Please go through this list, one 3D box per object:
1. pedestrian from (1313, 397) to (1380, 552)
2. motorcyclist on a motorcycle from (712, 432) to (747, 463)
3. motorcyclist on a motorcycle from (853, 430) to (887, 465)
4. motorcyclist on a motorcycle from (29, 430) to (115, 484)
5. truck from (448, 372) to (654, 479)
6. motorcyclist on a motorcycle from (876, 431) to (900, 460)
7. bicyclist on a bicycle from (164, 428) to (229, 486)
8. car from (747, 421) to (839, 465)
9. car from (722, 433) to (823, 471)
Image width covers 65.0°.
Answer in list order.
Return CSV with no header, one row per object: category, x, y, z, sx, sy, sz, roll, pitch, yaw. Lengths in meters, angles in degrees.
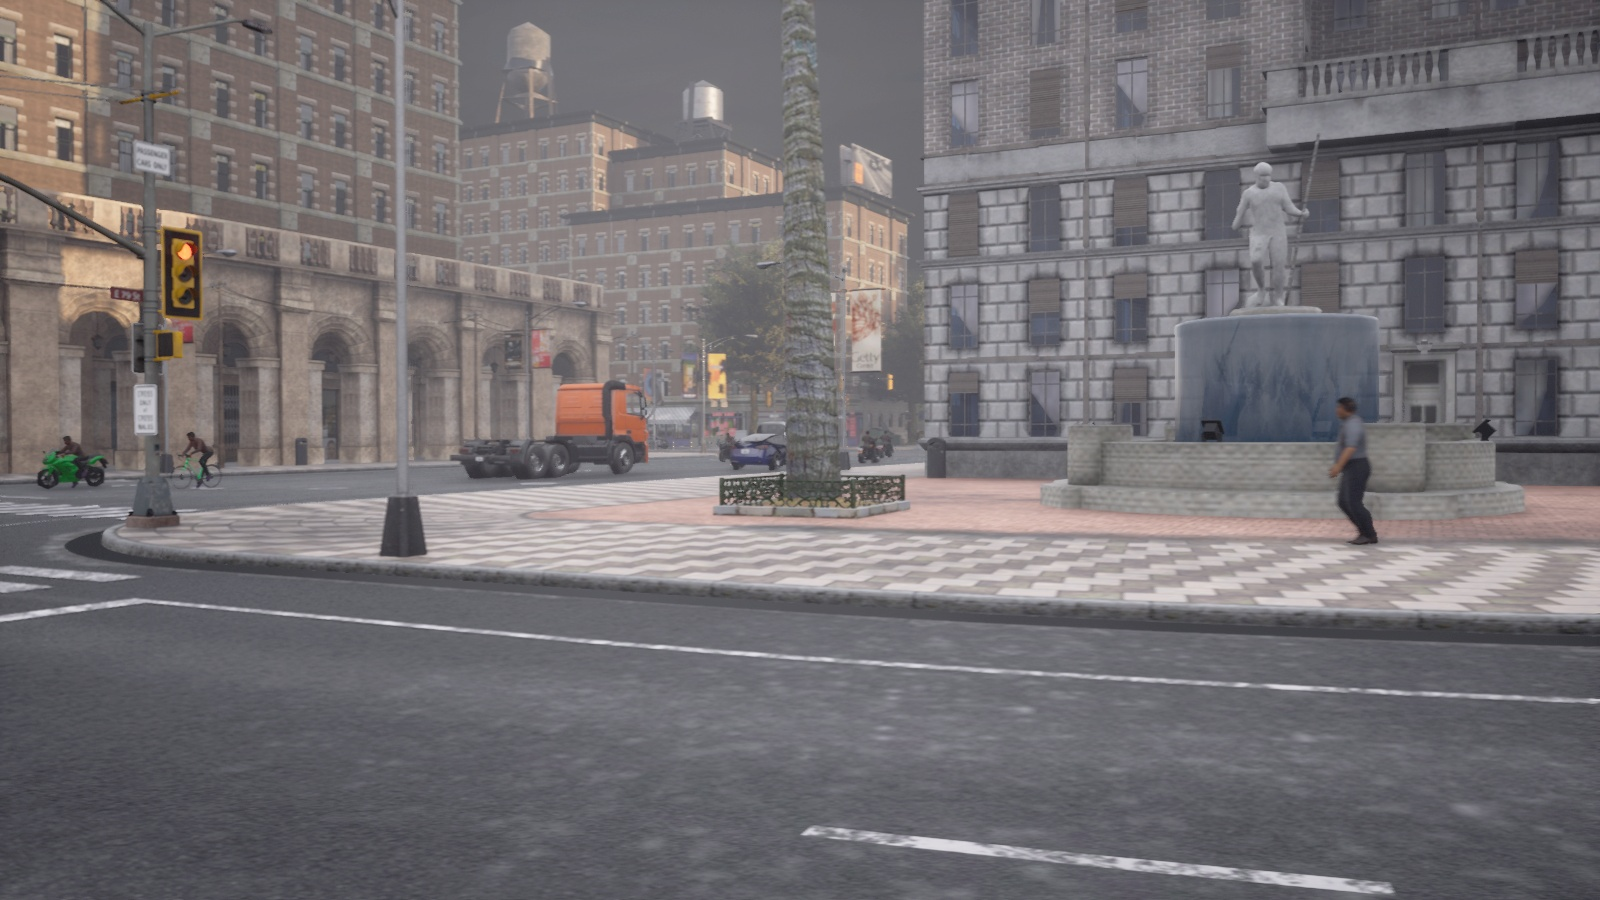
pedestrian,6.649,0.282,15.311,0.694,1.848,0.540,1,1,19
motorcyclist on a motorcycle,-3.507,-0.143,62.644,0.797,1.523,2.044,1,1,27
motorcyclist on a motorcycle,3.416,-0.119,60.831,0.766,1.649,2.350,1,1,27
motorcyclist on a motorcycle,-20.955,0.181,36.186,0.797,1.523,2.044,1,1,27
truck,-8.668,-0.863,44.892,2.891,3.462,7.936,1,1,27
motorcyclist on a motorcycle,5.116,-0.291,72.782,0.766,1.649,2.350,0,1,21
bicyclist on a bicycle,-17.240,0.171,35.919,0.582,1.620,1.656,1,1,28
car,-0.279,-0.372,61.267,2.150,2.045,5.566,1,1,27
car,-1.068,0.044,51.997,2.163,1.488,4.792,1,1,27
